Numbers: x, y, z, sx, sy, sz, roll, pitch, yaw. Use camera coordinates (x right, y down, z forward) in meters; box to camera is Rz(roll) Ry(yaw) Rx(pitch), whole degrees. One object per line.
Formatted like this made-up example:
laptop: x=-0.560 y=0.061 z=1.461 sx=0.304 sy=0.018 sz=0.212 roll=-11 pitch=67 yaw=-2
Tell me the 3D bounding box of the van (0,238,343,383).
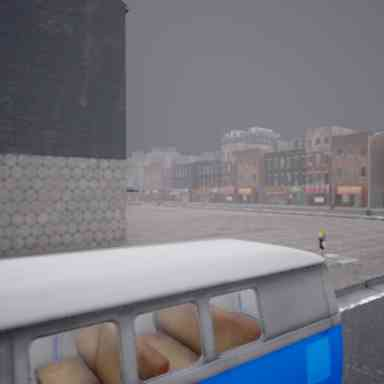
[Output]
van: x=-0.598 y=1.342 z=2.394 sx=3.998 sy=1.788 sz=1.690 roll=0 pitch=-1 yaw=-36
